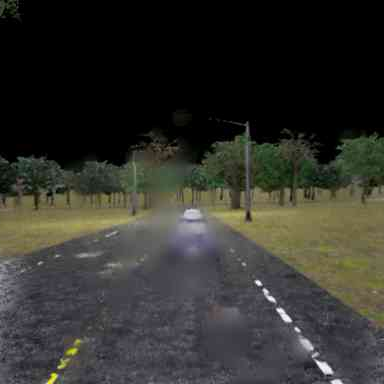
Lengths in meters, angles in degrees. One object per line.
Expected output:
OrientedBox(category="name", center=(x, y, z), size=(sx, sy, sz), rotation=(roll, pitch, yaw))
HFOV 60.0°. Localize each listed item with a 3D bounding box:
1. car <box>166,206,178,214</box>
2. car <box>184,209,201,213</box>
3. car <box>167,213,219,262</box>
OrientedBox(category="car", center=(-3.530, 3.162, 58.603), size=(1.895, 1.301, 4.718), rotation=(0, -2, 1))
OrientedBox(category="car", center=(0.058, 2.203, 28.166), size=(1.812, 1.442, 4.674), rotation=(0, -1, 0))
OrientedBox(category="car", center=(0.054, 1.779, 13.122), size=(1.812, 1.442, 4.674), rotation=(0, -1, 0))
